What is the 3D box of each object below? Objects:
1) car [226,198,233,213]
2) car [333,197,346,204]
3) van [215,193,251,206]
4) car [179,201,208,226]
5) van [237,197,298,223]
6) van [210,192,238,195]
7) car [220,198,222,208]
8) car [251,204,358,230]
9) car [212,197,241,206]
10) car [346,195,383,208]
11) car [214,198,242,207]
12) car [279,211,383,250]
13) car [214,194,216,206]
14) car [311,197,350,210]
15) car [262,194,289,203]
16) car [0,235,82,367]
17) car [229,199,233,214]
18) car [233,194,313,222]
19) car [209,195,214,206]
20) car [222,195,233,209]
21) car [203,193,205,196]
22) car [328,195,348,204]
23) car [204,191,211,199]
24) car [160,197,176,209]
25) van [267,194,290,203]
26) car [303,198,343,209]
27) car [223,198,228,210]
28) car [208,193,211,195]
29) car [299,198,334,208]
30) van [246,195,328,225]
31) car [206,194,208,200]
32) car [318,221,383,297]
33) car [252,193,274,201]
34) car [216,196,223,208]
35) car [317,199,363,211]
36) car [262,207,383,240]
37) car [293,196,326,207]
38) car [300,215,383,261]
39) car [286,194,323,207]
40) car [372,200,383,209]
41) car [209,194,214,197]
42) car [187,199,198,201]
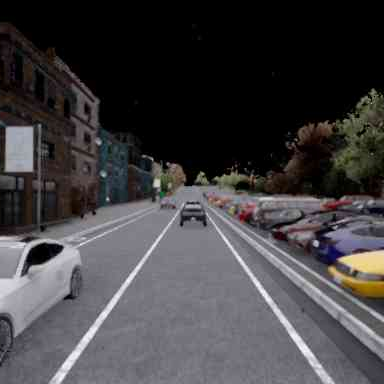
[{"bbox_3d":[6.317,1.642,32.330,5.366,1.575,1.946,0,0,0],"label":"car"},{"bbox_3d":[19.237,1.662,37.870,4.892,1.521,2.231,0,0,0],"label":"car"},{"bbox_3d":[6.070,1.459,49.095,4.442,1.987,1.878,0,0,0],"label":"van"},{"bbox_3d":[0.092,1.597,24.615,1.837,1.490,4.892,0,-1,0],"label":"car"},{"bbox_3d":[5.997,1.403,26.765,4.442,1.987,1.878,0,0,0],"label":"van"},{"bbox_3d":[6.360,1.482,65.731,4.442,1.987,1.878,0,0,0],"label":"van"},{"bbox_3d":[6.162,1.707,40.681,4.674,1.452,2.002,0,0,0],"label":"car"},{"bbox_3d":[6.079,1.603,18.415,4.892,1.521,2.231,0,0,0],"label":"car"},{"bbox_3d":[6.219,1.702,60.165,5.008,1.535,2.097,0,0,0],"label":"car"},{"bbox_3d":[19.252,1.527,35.084,4.553,1.767,2.185,0,0,0],"label":"car"},{"bbox_3d":[6.218,1.739,57.380,4.674,1.452,2.002,0,0,0],"label":"car"},{"bbox_3d":[6.070,1.625,12.848,4.674,1.452,2.002,0,0,0],"label":"car"},{"bbox_3d":[6.165,1.564,51.815,4.553,1.767,2.185,0,0,0],"label":"car"},{"bbox_3d":[19.226,1.554,46.226,4.553,1.767,2.185,0,0,0],"label":"car"},{"bbox_3d":[19.332,1.465,76.859,5.566,2.045,2.435,0,0,0],"label":"car"},{"bbox_3d":[-3.352,1.550,5.791,1.812,1.442,4.674,0,0,0],"label":"car"},{"bbox_3d":[6.116,1.638,29.547,4.892,1.521,2.231,0,0,0],"label":"car"},{"bbox_3d":[6.076,1.368,23.982,5.566,2.045,2.435,0,0,0],"label":"car"},{"bbox_3d":[6.021,1.691,54.598,5.366,1.575,1.946,0,0,0],"label":"car"},{"bbox_3d":[6.119,1.535,37.899,4.553,1.767,2.185,0,0,0],"label":"car"},{"bbox_3d":[6.320,1.688,90.793,5.008,1.535,2.097,0,0,0],"label":"car"},{"bbox_3d":[19.212,1.416,40.654,5.566,2.045,2.435,0,0,0],"label":"car"},{"bbox_3d":[6.318,1.467,79.648,5.566,2.045,2.435,0,0,0],"label":"car"},{"bbox_3d":[-3.343,1.516,47.303,2.097,1.767,4.553,0,0,0],"label":"car"},{"bbox_3d":[19.234,1.489,74.074,4.442,1.987,1.878,0,0,0],"label":"van"},{"bbox_3d":[19.262,1.685,49.010,5.008,1.535,2.097,0,0,0],"label":"car"},{"bbox_3d":[6.147,1.654,35.113,4.892,1.521,2.231,0,0,0],"label":"car"},{"bbox_3d":[6.231,1.587,71.423,4.553,1.767,2.185,0,0,0],"label":"car"},{"bbox_3d":[19.279,1.730,51.794,4.674,1.452,2.002,0,0,0],"label":"car"},{"bbox_3d":[5.979,1.385,21.323,4.442,1.987,1.878,0,0,0],"label":"van"},{"bbox_3d":[6.456,1.712,74.081,5.366,1.575,1.946,0,0,0],"label":"car"},{"bbox_3d":[5.863,1.564,7.282,5.366,1.575,1.946,0,0,0],"label":"car"},{"bbox_3d":[19.435,1.435,90.917,5.566,2.045,2.435,0,0,0],"label":"car"},{"bbox_3d":[6.149,1.709,46.247,4.792,1.488,2.163,0,0,0],"label":"car"},{"bbox_3d":[19.253,1.673,43.441,5.008,1.535,2.097,0,0,0],"label":"car"},{"bbox_3d":[6.047,1.623,15.631,4.792,1.488,2.163,0,0,0],"label":"car"},{"bbox_3d":[19.255,1.569,54.580,4.553,1.767,2.185,0,0,0],"label":"car"},{"bbox_3d":[6.087,1.605,10.065,4.792,1.488,2.163,0,0,0],"label":"car"},{"bbox_3d":[19.267,1.448,57.364,5.566,2.045,2.435,0,0,0],"label":"car"},{"bbox_3d":[19.173,1.667,29.515,4.792,1.488,2.163,0,0,0],"label":"car"},{"bbox_3d":[6.239,1.705,62.948,5.008,1.535,2.097,0,0,0],"label":"car"},{"bbox_3d":[0.092,1.641,41.753,2.128,1.511,4.902,0,0,0],"label":"car"}]
